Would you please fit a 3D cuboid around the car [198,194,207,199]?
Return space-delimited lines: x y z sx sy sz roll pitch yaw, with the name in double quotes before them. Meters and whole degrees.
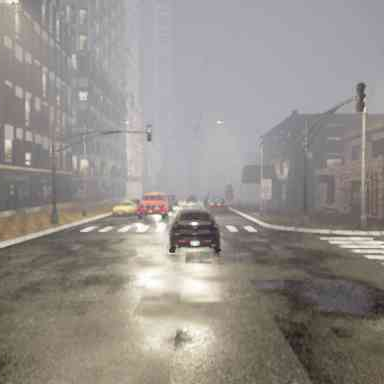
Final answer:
"car" 2.686 1.142 86.006 1.947 1.339 4.313 -1 0 0

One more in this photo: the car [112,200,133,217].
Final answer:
"car" -5.837 1.378 29.451 1.752 1.417 4.829 -1 0 0

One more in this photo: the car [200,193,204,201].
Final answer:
"car" 2.679 1.083 46.497 2.192 1.841 5.009 -1 0 0

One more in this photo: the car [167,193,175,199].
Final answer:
"car" -5.661 1.114 91.705 1.947 1.339 4.313 -1 0 0

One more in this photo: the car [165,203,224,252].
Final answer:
"car" 0.102 1.437 13.563 1.837 1.490 4.892 0 1 0

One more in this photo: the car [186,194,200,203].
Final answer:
"car" 0.005 1.225 56.140 1.837 1.490 4.892 0 0 0

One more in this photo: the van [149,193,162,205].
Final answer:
"van" -5.667 1.081 52.196 1.690 1.788 3.998 -1 0 0

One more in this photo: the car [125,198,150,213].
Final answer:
"car" -5.665 1.390 35.265 1.947 1.339 4.313 -1 0 0

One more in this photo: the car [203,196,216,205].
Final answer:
"car" 2.684 1.322 52.142 1.802 1.307 4.206 -1 0 0

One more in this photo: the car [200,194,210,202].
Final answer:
"car" 2.685 1.208 69.074 2.008 1.369 4.403 -1 0 0

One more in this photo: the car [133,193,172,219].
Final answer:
"car" -3.100 1.084 27.510 2.150 2.045 5.566 0 0 0

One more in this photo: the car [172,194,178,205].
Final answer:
"car" -3.073 1.305 37.265 2.128 1.511 4.902 0 0 0

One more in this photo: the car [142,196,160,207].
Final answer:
"car" -5.664 1.334 46.554 1.947 1.339 4.313 -1 0 0

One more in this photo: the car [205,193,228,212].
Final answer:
"car" 2.680 1.264 35.209 1.967 1.590 4.097 -1 0 0

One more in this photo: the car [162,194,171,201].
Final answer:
"car" -5.663 1.156 74.603 1.752 1.417 4.829 -1 0 0

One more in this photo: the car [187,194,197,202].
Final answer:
"car" 0.006 1.218 66.553 2.033 1.411 5.357 0 0 0
